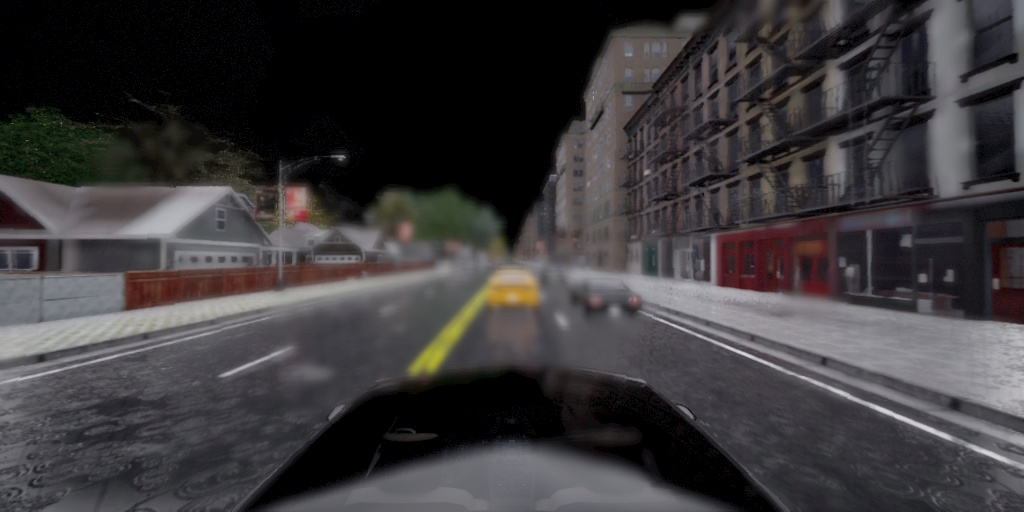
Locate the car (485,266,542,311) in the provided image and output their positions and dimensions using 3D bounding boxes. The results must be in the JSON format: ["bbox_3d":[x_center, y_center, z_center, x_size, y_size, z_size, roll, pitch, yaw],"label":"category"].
[{"bbox_3d":[0.054,1.372,15.356,1.882,1.535,5.008,0,0,0],"label":"car"}]

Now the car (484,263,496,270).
[{"bbox_3d":[-3.290,1.828,58.032,1.837,1.490,4.892,0,-1,1],"label":"car"}]

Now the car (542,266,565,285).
[{"bbox_3d":[3.298,1.529,29.232,2.128,1.511,4.902,0,-1,1],"label":"car"}]

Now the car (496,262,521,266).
[{"bbox_3d":[0.048,1.388,29.131,2.097,1.767,4.553,0,-1,0],"label":"car"}]

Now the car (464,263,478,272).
[{"bbox_3d":[-6.540,1.815,58.111,2.128,1.511,4.902,0,-1,0],"label":"car"}]

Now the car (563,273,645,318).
[{"bbox_3d":[3.291,1.476,13.596,1.895,1.301,4.718,0,-1,1],"label":"car"}]
